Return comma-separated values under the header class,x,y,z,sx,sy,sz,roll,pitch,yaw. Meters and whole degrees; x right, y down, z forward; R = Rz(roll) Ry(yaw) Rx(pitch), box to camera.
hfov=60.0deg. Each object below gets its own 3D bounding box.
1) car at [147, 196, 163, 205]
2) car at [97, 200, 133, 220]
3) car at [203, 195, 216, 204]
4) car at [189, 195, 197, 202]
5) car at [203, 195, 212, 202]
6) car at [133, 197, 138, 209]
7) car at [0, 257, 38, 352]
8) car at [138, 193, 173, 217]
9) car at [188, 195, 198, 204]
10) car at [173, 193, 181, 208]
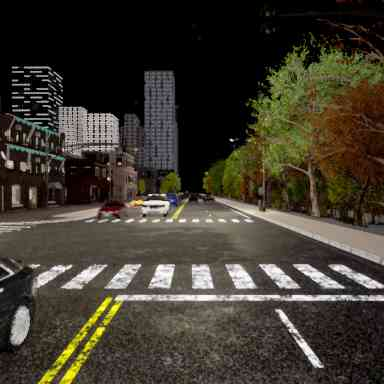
class,x,y,z,sx,sy,sz,roll,pitch,yaw
car,-6.445,1.469,58.629,2.128,1.511,4.902,0,0,0
car,-6.540,1.518,27.987,1.812,1.442,4.674,0,0,0
car,3.494,1.467,63.987,2.128,1.511,4.902,0,0,0
car,0.180,1.493,75.592,1.812,1.442,4.674,0,0,0
car,3.414,1.448,74.257,1.882,1.535,5.008,0,0,0
car,-6.504,1.338,42.374,2.097,1.767,4.553,0,0,0
car,-3.343,1.504,3.348,1.837,1.490,4.892,0,0,0
car,-3.277,1.213,30.937,2.150,2.045,5.566,0,0,0
car,0.246,1.480,65.255,1.837,1.490,4.892,0,0,0
car,-3.237,1.200,49.612,2.150,2.045,5.566,0,1,0
